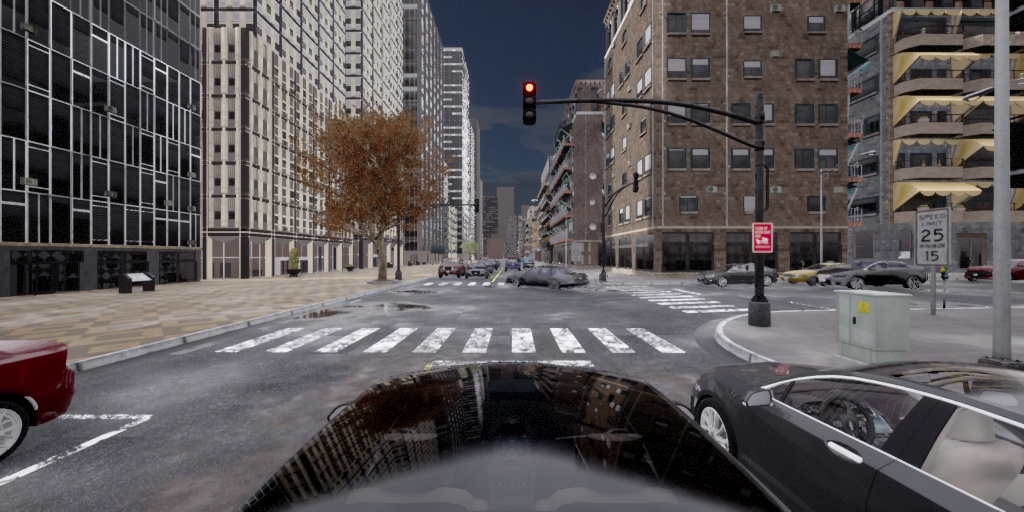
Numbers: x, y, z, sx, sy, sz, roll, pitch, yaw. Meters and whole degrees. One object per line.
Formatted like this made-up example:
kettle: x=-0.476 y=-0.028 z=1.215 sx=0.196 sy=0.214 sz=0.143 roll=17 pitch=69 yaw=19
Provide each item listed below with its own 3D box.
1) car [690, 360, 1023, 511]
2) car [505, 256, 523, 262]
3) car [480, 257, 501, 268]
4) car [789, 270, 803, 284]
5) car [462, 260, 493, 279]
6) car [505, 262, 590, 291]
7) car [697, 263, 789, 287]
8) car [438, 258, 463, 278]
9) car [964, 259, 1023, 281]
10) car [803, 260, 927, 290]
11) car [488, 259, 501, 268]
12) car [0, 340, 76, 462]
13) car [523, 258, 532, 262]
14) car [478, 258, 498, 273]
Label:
car: x=2.689 y=1.300 z=2.016 sx=2.007 sy=1.370 sz=4.403 roll=0 pitch=0 yaw=0
car: x=0.097 y=1.129 z=50.407 sx=2.097 sy=1.767 sz=4.553 roll=0 pitch=0 yaw=0
car: x=-3.096 y=1.130 z=52.419 sx=2.097 sy=1.767 sz=4.553 roll=0 pitch=0 yaw=0
car: x=18.829 y=0.992 z=21.489 sx=4.829 sy=1.417 sz=1.751 roll=0 pitch=0 yaw=-1
car: x=-3.096 y=1.326 z=32.885 sx=1.994 sy=1.385 sz=4.181 roll=0 pitch=0 yaw=1
car: x=2.083 y=1.307 z=21.987 sx=5.357 sy=1.411 sz=2.033 roll=0 pitch=0 yaw=44
car: x=13.432 y=1.095 z=21.433 sx=4.403 sy=1.370 sz=2.007 roll=0 pitch=0 yaw=-1
car: x=-5.696 y=1.078 z=34.402 sx=2.192 sy=1.841 sz=5.009 roll=0 pitch=0 yaw=0
car: x=30.134 y=0.858 z=21.605 sx=4.507 sy=1.381 sz=1.888 roll=0 pitch=0 yaw=-1
car: x=18.777 y=0.963 z=18.899 sx=4.902 sy=1.511 sz=2.128 roll=-1 pitch=0 yaw=-1
car: x=-3.051 y=1.283 z=63.374 sx=2.128 sy=1.511 sz=4.902 roll=0 pitch=0 yaw=0
car: x=-5.692 y=1.295 z=2.015 sx=1.888 sy=1.381 sz=4.507 roll=0 pitch=0 yaw=0
car: x=2.682 y=1.348 z=56.494 sx=1.948 sy=1.339 sz=4.313 roll=0 pitch=0 yaw=0
car: x=-3.106 y=1.317 z=42.270 sx=2.033 sy=1.411 sz=5.357 roll=0 pitch=0 yaw=0
